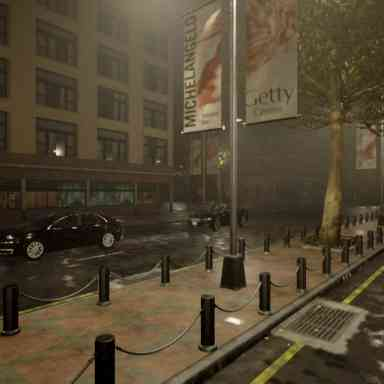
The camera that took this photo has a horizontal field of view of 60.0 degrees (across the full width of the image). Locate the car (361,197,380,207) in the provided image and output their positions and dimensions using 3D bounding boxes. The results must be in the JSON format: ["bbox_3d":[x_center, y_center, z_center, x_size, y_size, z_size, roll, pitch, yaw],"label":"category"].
[{"bbox_3d":[28.386,1.504,52.827,1.837,1.490,4.892,0,0,40],"label":"car"}]

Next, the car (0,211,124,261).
[{"bbox_3d":[-4.861,1.505,12.552,1.837,1.490,4.892,0,0,40],"label":"car"}]

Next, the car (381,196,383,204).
[{"bbox_3d":[38.529,1.477,64.976,1.882,1.535,5.008,0,0,40],"label":"car"}]

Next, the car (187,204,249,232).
[{"bbox_3d":[1.705,1.491,20.468,2.128,1.511,4.902,0,0,40],"label":"car"}]
